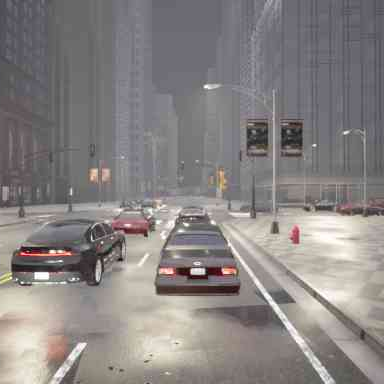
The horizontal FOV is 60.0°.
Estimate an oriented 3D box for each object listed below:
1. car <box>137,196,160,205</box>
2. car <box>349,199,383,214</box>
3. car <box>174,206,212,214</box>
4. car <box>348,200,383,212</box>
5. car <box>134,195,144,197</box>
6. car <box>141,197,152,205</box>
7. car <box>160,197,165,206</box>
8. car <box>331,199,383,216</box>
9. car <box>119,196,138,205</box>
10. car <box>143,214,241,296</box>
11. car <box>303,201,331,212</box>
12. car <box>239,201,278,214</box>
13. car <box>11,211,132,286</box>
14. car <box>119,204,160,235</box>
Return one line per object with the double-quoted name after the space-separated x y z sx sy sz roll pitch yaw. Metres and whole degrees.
-6.559 1.775 50.886 2.033 1.411 5.357 0 0 0 "car"
20.038 1.523 36.108 5.008 1.535 1.882 0 -1 -1 "car"
0.059 1.542 18.545 1.837 1.490 4.892 0 0 1 "car"
20.852 1.641 38.873 4.313 1.339 1.947 0 0 -1 "car"
-9.775 1.518 60.794 2.150 2.045 5.566 0 0 0 "car"
-9.701 1.901 71.141 1.812 1.442 4.674 0 0 0 "car"
-6.528 1.644 60.168 2.097 1.767 4.553 0 0 0 "car"
15.336 1.576 30.266 4.206 1.307 1.802 0 0 -1 "car"
-9.840 1.731 50.775 1.837 1.490 4.892 0 0 -2 "car"
0.112 1.557 8.806 2.033 1.411 5.357 0 0 0 "car"
15.212 1.660 38.789 4.313 1.339 1.947 0 0 -1 "car"
7.279 1.660 36.378 4.181 1.385 1.994 0 -1 5 "car"
-3.144 1.515 9.392 1.837 1.490 4.892 0 0 0 "car"
-3.138 1.600 18.293 1.994 1.385 4.181 0 0 0 "car"
